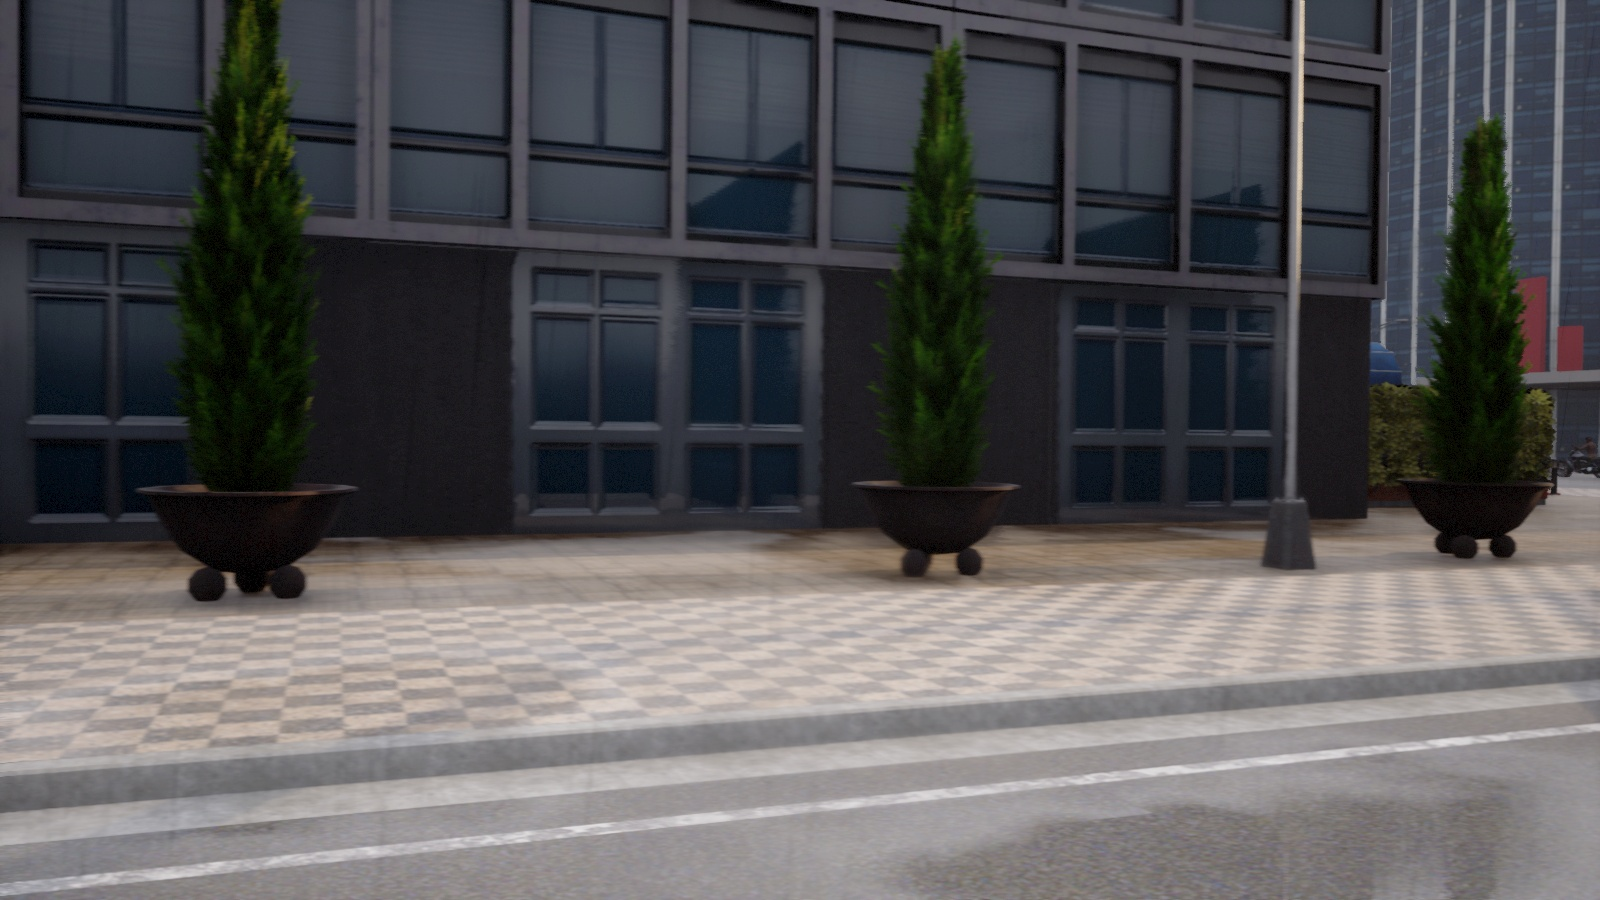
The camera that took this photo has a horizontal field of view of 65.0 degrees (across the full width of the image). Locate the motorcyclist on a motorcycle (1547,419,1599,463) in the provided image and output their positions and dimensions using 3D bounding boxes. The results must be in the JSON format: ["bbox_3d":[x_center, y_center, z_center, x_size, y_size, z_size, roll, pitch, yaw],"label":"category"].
[{"bbox_3d":[29.703,-0.347,47.670,0.766,1.649,2.350,-1,1,-21],"label":"motorcyclist on a motorcycle"}]
